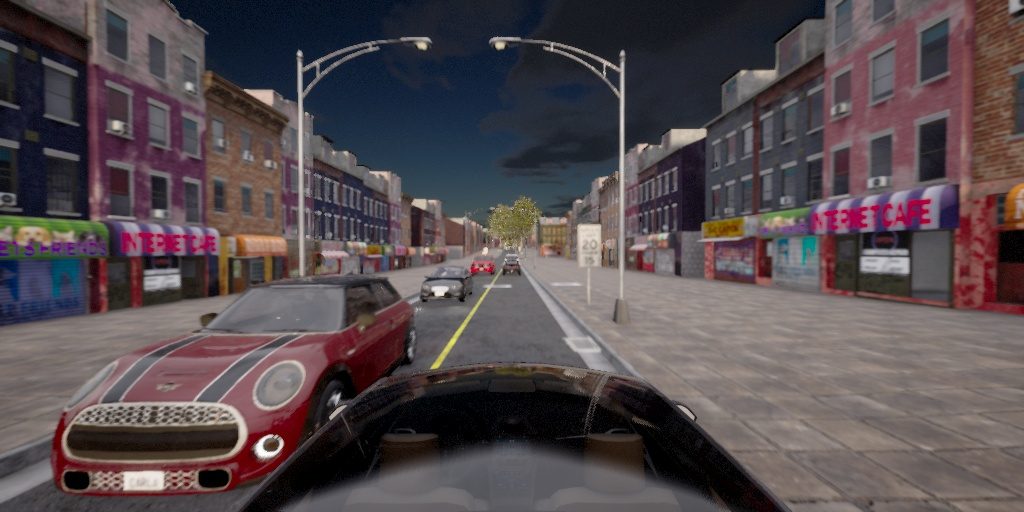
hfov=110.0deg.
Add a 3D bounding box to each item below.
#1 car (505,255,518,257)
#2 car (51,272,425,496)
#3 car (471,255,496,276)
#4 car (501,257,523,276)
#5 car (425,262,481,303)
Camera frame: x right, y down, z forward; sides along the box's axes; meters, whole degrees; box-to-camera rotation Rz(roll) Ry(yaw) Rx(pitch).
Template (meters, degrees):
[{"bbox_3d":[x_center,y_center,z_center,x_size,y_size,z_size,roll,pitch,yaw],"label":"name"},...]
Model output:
[{"bbox_3d":[-0.008,0.812,47.560,2.150,2.045,5.566,0,1,0],"label":"car"},{"bbox_3d":[-2.817,1.099,4.947,2.097,1.767,4.553,0,0,-1],"label":"car"},{"bbox_3d":[-2.809,0.863,35.942,2.150,2.045,5.566,0,0,1],"label":"car"},{"bbox_3d":[-0.013,1.145,35.921,1.837,1.490,4.892,0,0,0],"label":"car"},{"bbox_3d":[-2.854,1.209,16.613,2.128,1.511,4.902,0,0,0],"label":"car"}]
